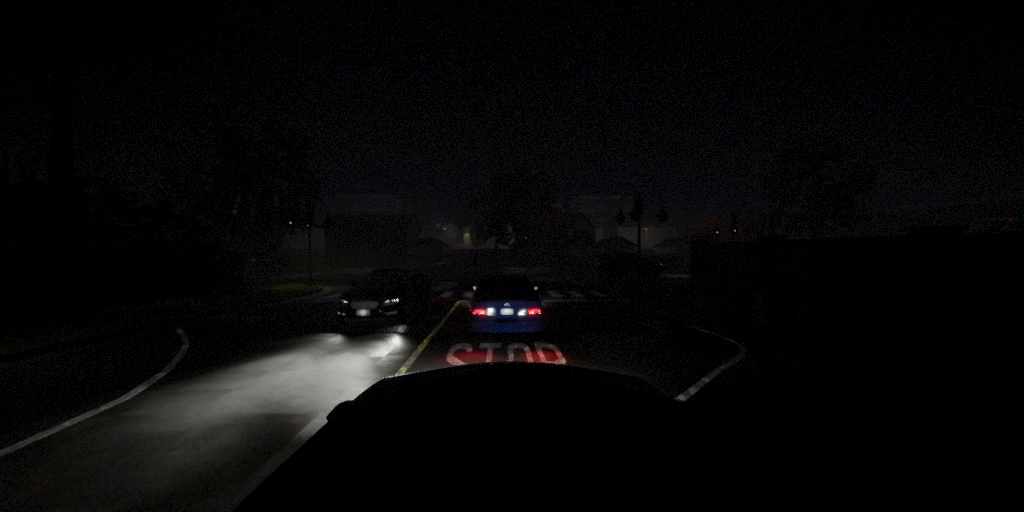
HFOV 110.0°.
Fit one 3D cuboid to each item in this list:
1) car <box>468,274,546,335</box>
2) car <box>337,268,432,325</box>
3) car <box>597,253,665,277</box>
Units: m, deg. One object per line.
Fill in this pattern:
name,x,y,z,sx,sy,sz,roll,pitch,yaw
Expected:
car,-0.180,1.219,10.200,2.033,1.411,5.357,0,1,-2
car,-3.841,1.154,11.536,2.128,1.511,4.902,0,0,-2
car,10.254,0.737,31.195,5.566,2.045,2.150,0,1,-1
